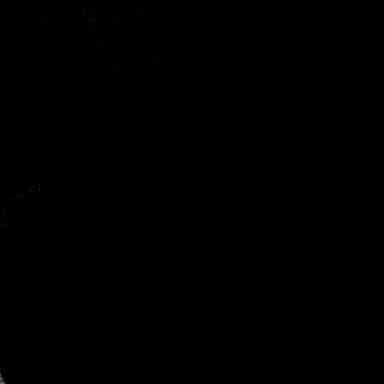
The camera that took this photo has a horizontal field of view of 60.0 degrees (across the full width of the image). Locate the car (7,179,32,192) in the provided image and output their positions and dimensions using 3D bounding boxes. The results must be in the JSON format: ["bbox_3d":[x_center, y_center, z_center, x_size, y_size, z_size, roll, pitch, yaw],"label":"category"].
[{"bbox_3d":[-21.268,-0.586,40.891,1.895,1.301,4.718,0,3,-20],"label":"car"}]

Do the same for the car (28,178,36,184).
[{"bbox_3d":[-24.828,-1.287,50.541,1.837,1.490,4.892,0,3,-22],"label":"car"}]
